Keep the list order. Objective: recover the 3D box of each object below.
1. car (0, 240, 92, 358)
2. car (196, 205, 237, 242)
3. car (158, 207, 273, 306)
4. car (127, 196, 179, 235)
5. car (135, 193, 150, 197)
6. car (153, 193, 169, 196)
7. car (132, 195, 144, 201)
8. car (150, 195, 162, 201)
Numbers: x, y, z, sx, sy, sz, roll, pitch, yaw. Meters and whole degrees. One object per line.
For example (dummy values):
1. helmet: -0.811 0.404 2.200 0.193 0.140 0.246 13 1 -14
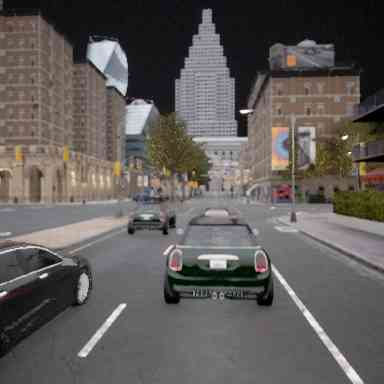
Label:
1. car: -3.138 1.498 5.094 1.837 1.490 4.892 0 0 4
2. car: 1.288 1.502 17.249 1.812 1.442 4.674 0 0 5
3. car: 0.630 1.341 8.227 2.097 1.767 4.553 0 0 4
4. car: -2.124 1.327 18.818 2.097 1.767 4.553 0 0 4
5. car: -10.082 1.133 69.129 2.150 2.045 5.566 0 0 4
6. car: -6.627 1.386 68.409 1.882 1.535 5.008 0 0 4
7. car: -12.674 1.491 78.256 1.895 1.301 4.718 0 0 4
8. car: -9.063 1.429 83.088 2.033 1.411 5.357 0 0 4
